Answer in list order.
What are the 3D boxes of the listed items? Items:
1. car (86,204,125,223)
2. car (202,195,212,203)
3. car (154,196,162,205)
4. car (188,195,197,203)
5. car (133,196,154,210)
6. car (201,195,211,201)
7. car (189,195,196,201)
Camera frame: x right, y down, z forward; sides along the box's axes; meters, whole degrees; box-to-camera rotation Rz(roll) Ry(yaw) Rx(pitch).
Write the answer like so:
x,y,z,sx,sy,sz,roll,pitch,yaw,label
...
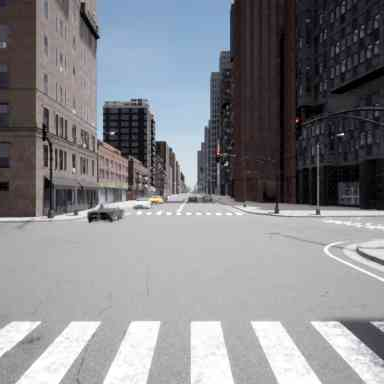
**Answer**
x,y,z,sx,sy,sz,roll,pitch,yaw,label
-6.557,1.594,25.635,1.895,1.301,4.718,0,0,0,car
3.357,1.531,70.984,2.128,1.511,4.902,0,0,0,car
-6.477,1.487,60.414,1.882,1.535,5.008,0,0,0,car
0.107,1.484,70.989,1.882,1.535,5.008,0,0,0,car
-6.527,1.533,43.754,1.812,1.442,4.674,0,0,0,car
3.372,1.498,81.404,2.128,1.511,4.902,0,0,0,car
0.122,1.451,81.408,1.882,1.535,5.008,0,0,0,car
